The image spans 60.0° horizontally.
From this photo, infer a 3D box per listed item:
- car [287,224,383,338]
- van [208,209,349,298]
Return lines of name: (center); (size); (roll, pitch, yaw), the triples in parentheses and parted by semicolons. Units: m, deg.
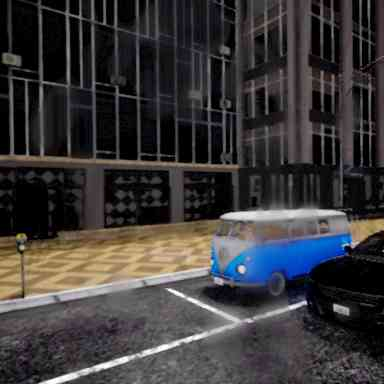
car: (4.261, 1.481, 6.399); (5.008, 1.535, 1.882); (0, 0, -35)
van: (2.269, 1.345, 8.197); (3.998, 1.788, 1.690); (0, -1, -35)
